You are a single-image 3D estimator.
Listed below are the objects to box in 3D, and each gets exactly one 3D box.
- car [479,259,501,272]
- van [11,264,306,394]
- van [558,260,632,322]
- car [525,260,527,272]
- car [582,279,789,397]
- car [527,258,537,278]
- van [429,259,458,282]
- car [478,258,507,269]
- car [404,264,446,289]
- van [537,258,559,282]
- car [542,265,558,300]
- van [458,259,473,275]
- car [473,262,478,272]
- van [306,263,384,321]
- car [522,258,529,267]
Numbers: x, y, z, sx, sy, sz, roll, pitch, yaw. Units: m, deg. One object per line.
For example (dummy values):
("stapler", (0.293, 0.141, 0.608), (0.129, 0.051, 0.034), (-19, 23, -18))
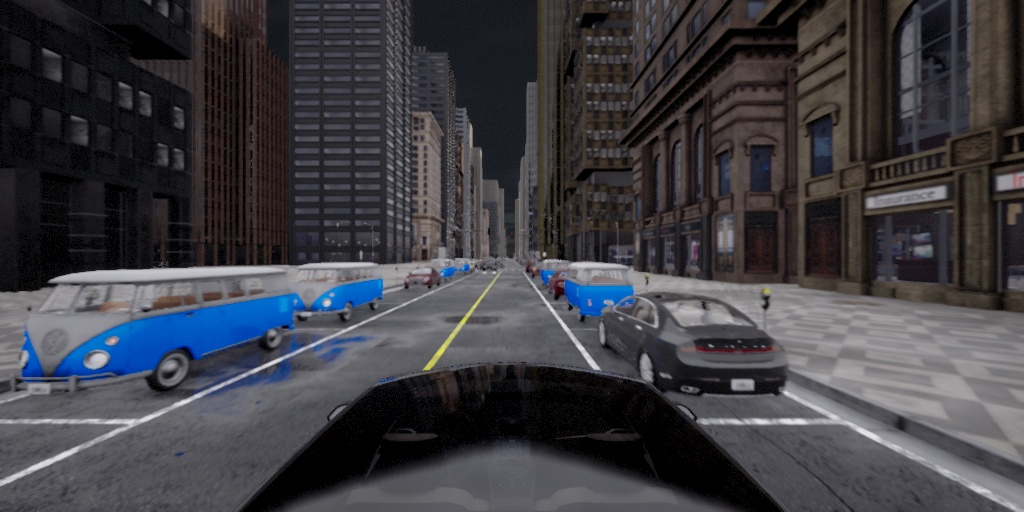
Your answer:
("car", (-2.993, 1.423, 49.604), (1.994, 1.385, 4.181), (0, 0, 0))
("van", (-5.762, 1.101, 6.467), (1.690, 1.789, 3.998), (0, 0, 0))
("van", (2.765, 1.112, 12.152), (1.690, 1.789, 3.998), (0, 0, 0))
("car", (2.770, 1.418, 40.539), (1.802, 1.307, 4.207), (0, 0, 0))
("car", (2.763, 1.310, 6.474), (2.007, 1.370, 4.403), (0, 0, 0))
("car", (2.769, 1.262, 34.861), (1.967, 1.591, 4.097), (0, 0, 0))
("van", (-5.757, 1.150, 29.176), (1.690, 1.789, 3.998), (0, 0, 0))
("car", (-3.625, 1.473, 58.206), (4.892, 1.490, 1.837), (0, 0, 0))
("car", (-5.758, 1.379, 23.498), (1.802, 1.307, 4.207), (0, 0, 0))
("van", (2.767, 1.137, 23.506), (1.690, 1.789, 3.998), (0, 0, 0))
("car", (2.766, 1.329, 17.829), (1.888, 1.381, 4.507), (0, 0, 0))
("van", (-5.755, 1.177, 40.531), (1.690, 1.789, 3.998), (0, 0, 0))
("car", (-5.753, 1.375, 46.038), (1.751, 1.417, 4.829), (0, 0, 0))
("van", (-5.760, 1.113, 12.144), (1.690, 1.789, 3.998), (0, 0, 0))
("car", (2.772, 1.164, 46.216), (2.192, 1.841, 5.009), (0, 0, 0))
